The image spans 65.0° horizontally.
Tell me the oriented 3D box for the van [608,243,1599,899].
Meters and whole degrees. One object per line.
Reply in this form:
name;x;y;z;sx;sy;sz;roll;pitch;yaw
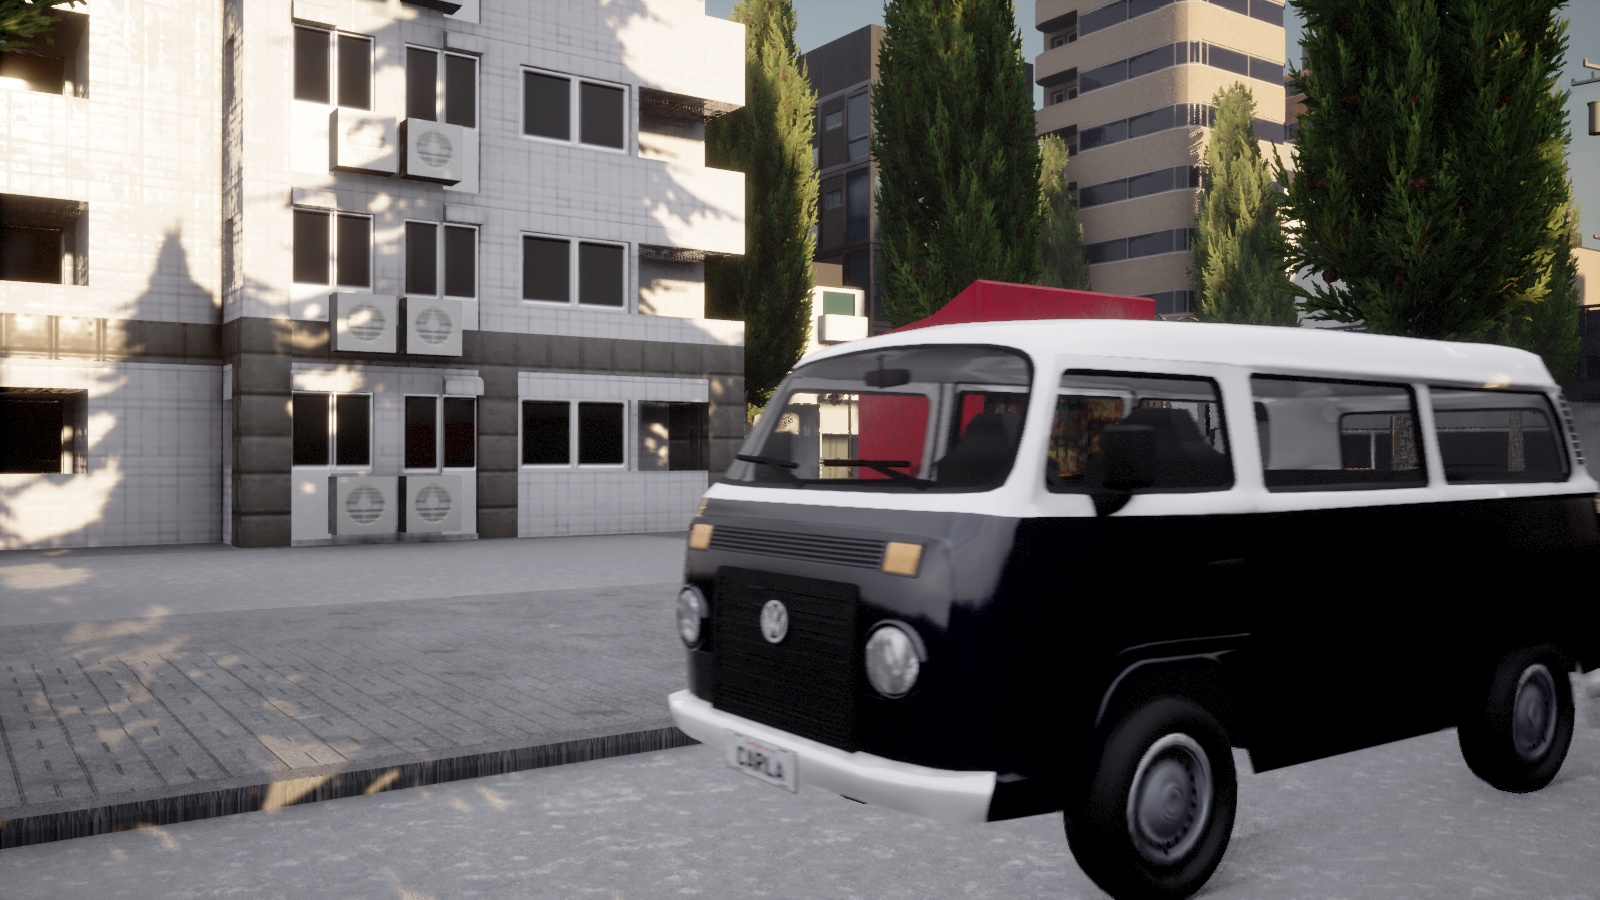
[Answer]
van;1.665;0.478;5.431;4.480;2.038;2.069;0;0;-35
